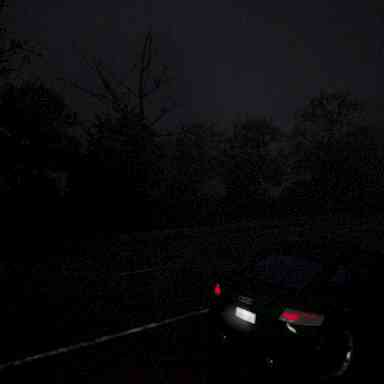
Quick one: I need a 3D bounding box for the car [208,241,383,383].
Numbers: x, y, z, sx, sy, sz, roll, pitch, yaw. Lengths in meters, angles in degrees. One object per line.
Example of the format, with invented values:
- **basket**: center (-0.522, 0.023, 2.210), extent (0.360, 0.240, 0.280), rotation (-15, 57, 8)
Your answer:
- **car**: center (2.308, 1.520, 5.439), extent (4.181, 1.385, 1.994), rotation (-1, 1, -36)
